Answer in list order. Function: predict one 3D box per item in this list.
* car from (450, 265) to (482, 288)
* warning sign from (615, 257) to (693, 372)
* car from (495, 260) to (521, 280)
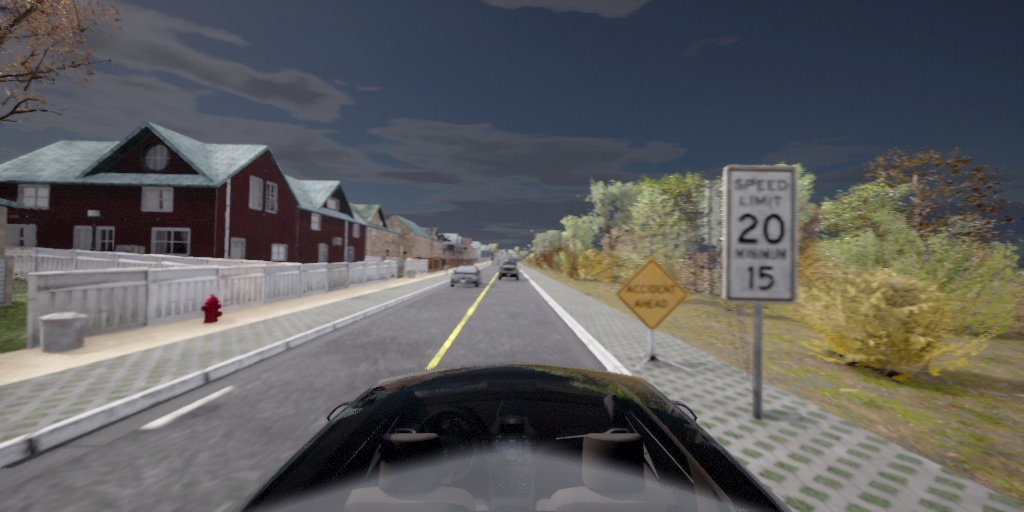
[{"bbox_3d":[-3.083,1.346,24.921,1.812,1.442,4.674,1,0,0],"label":"car"},{"bbox_3d":[2.440,0.947,6.280,1.300,1.860,1.060,0,0,-1],"label":"warning sign"},{"bbox_3d":[-0.277,1.426,33.349,1.837,1.490,4.892,1,0,0],"label":"car"}]
